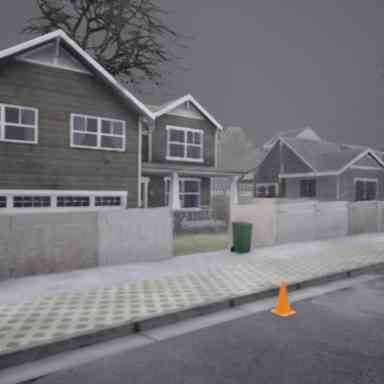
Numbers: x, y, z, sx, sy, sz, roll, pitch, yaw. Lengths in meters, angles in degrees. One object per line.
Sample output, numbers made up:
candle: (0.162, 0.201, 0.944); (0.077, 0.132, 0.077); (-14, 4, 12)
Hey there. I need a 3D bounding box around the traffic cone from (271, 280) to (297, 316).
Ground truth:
traffic cone: (1.696, 1.925, 6.143); (0.340, 0.580, 0.340); (0, 0, -34)
